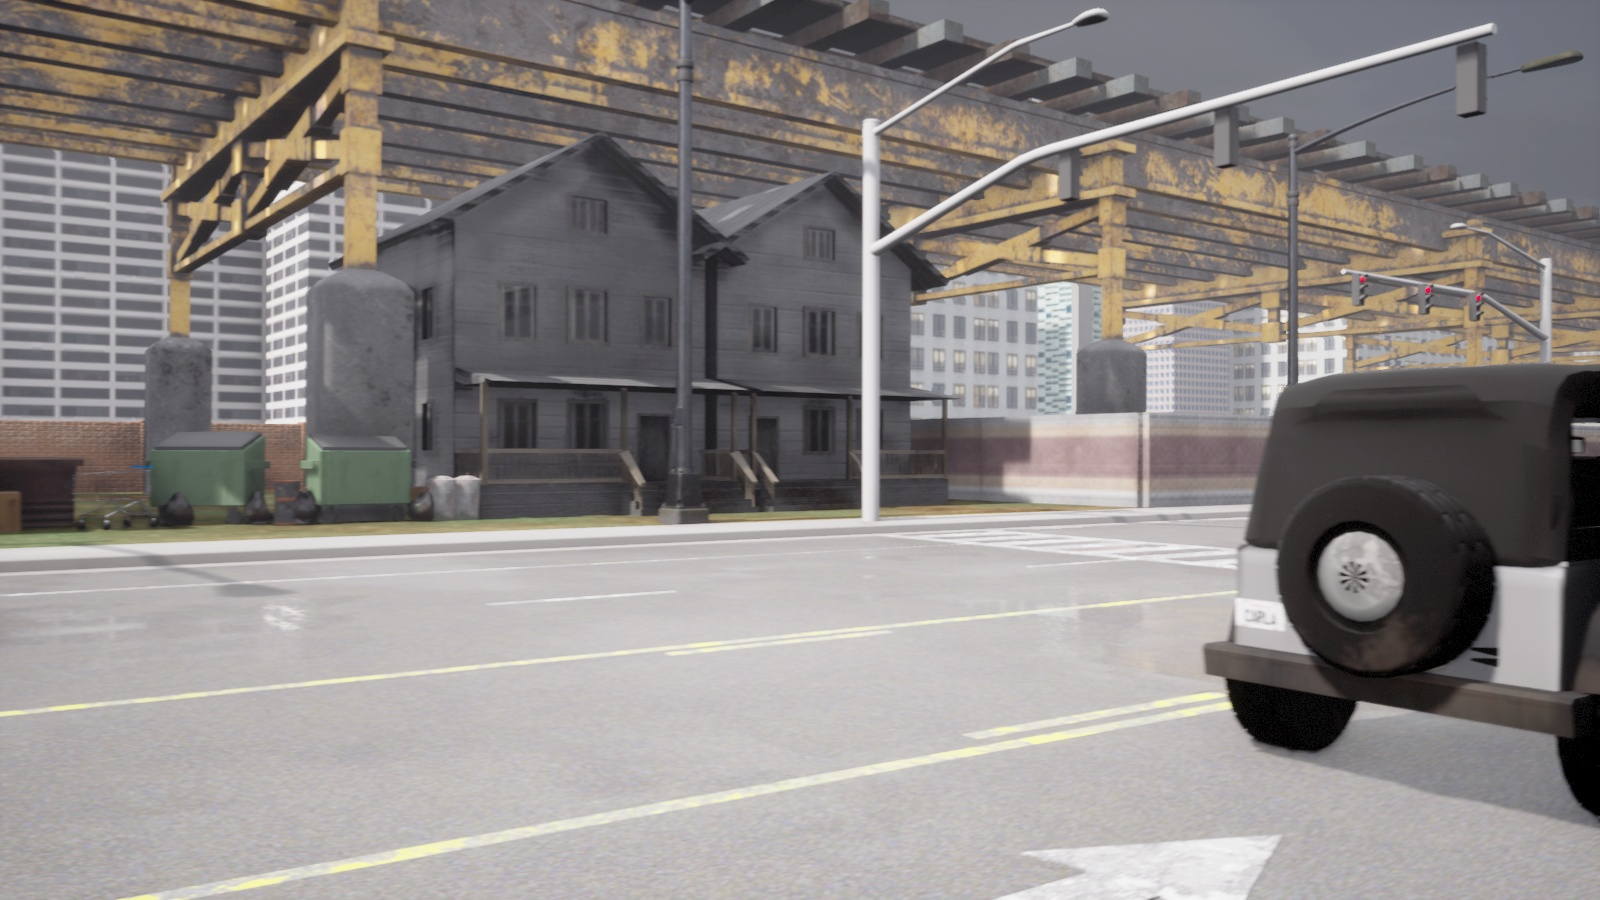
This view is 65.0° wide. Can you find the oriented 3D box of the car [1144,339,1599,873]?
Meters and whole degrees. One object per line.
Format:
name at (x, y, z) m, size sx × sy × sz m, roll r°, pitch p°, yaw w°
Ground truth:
car at (3.775, 0.548, 6.295) m, size 3.866 × 1.878 × 1.905 m, roll 0°, pitch 0°, yaw -34°
